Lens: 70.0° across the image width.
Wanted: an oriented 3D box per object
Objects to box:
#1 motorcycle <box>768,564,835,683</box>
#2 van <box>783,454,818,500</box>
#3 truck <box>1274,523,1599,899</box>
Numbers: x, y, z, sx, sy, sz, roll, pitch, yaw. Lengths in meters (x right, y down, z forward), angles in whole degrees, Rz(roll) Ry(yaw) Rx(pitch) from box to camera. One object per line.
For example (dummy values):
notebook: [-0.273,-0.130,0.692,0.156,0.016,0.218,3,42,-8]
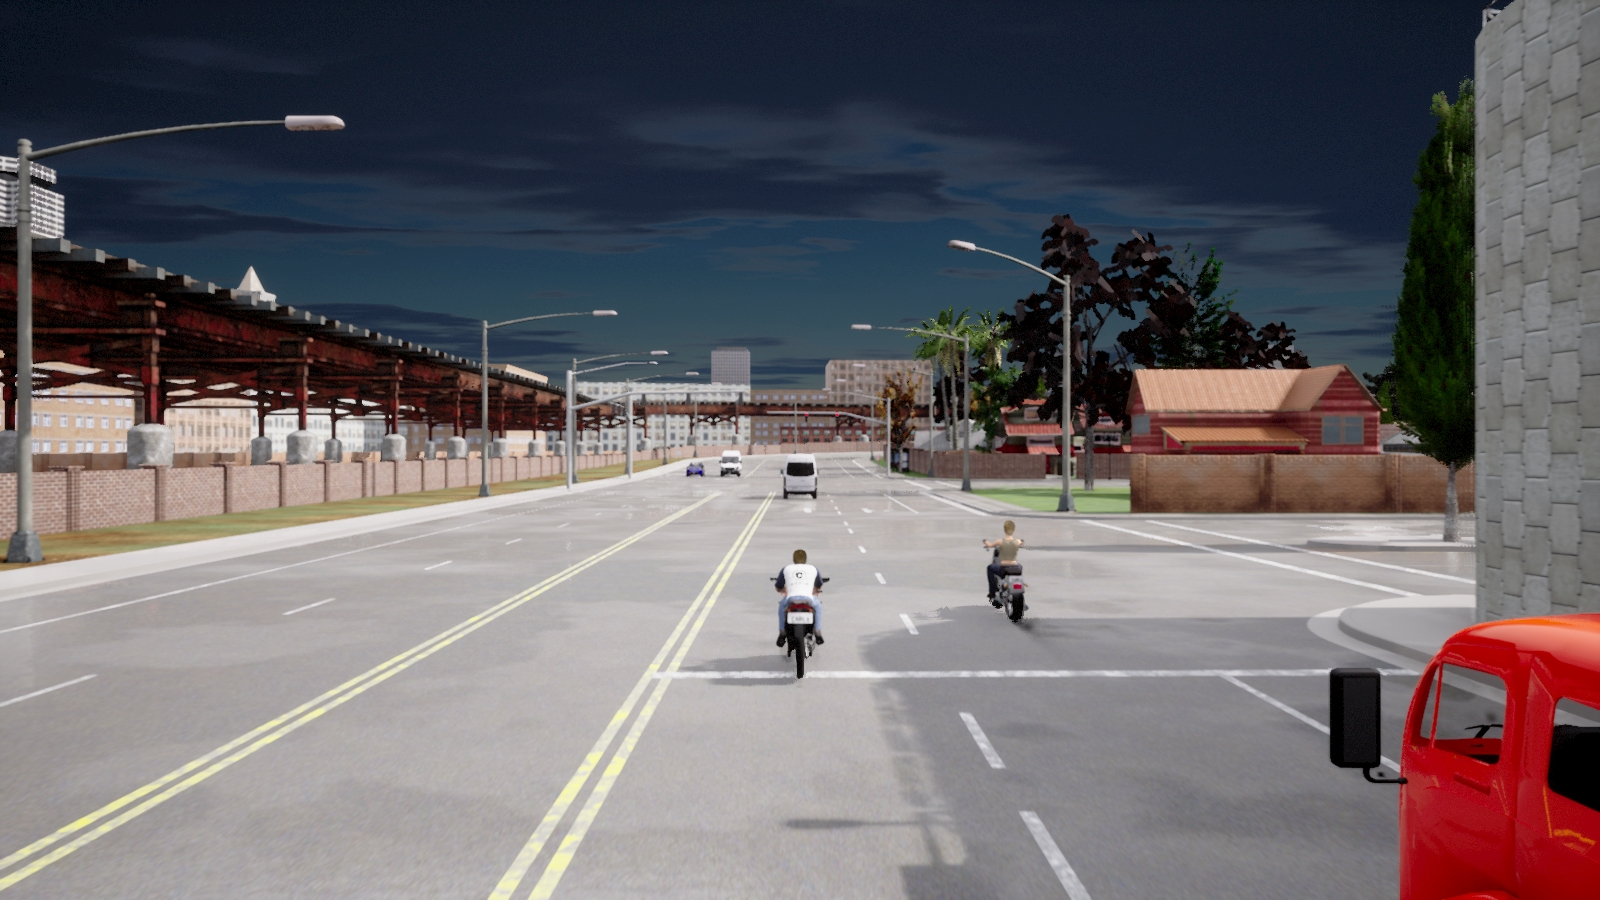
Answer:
motorcycle: [0.017,2.173,14.664,0.803,1.224,2.033,0,0,0]
van: [-0.004,1.533,67.267,1.988,2.561,5.915,0,0,-1]
truck: [3.501,1.566,2.658,2.627,2.467,5.204,0,0,0]
